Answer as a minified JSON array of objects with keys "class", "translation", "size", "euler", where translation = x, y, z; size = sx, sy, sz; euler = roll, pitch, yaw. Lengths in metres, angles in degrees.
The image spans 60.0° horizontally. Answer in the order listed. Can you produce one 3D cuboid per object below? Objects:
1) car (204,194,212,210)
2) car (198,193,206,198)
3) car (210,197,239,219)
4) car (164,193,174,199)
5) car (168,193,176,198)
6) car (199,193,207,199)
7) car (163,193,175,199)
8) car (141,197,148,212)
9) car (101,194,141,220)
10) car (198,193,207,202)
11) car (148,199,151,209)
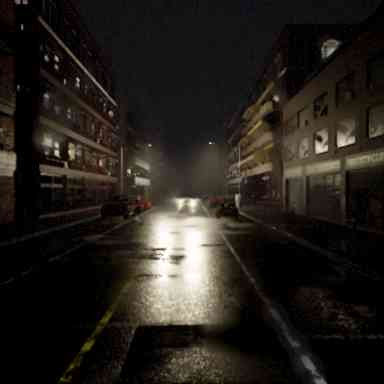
[{"class":"car","translation":[2.686,1.274,37.585],"size":[1.887,1.381,4.507],"euler":[0,0,0]},{"class":"car","translation":[2.679,0.924,88.310],"size":[1.947,1.339,4.313],"euler":[0,0,0]},{"class":"car","translation":[2.688,1.335,26.483],"size":[1.752,1.417,4.829],"euler":[0,0,0]},{"class":"car","translation":[-5.701,0.951,82.677],"size":[2.008,1.369,4.403],"euler":[0,0,0]},{"class":"car","translation":[-5.702,0.862,93.949],"size":[1.887,1.381,4.507],"euler":[0,0,0]},{"class":"car","translation":[2.681,0.924,82.843],"size":[1.752,1.417,4.829],"euler":[0,0,0]},{"class":"car","translation":[-5.700,0.993,77.040],"size":[2.008,1.369,4.403],"euler":[0,0,0]},{"class":"car","translation":[-5.693,1.211,31.951],"size":[1.967,1.590,4.097],"euler":[0,0,0]},{"class":"car","translation":[-5.692,1.126,26.314],"size":[2.192,1.841,5.009],"euler":[0,0,0]},{"class":"car","translation":[2.683,1.117,60.129],"size":[2.008,1.369,4.403],"euler":[0,0,0]},{"class":"car","translation":[-5.694,1.275,37.589],"size":[1.887,1.381,4.507],"euler":[0,0,0]}]
